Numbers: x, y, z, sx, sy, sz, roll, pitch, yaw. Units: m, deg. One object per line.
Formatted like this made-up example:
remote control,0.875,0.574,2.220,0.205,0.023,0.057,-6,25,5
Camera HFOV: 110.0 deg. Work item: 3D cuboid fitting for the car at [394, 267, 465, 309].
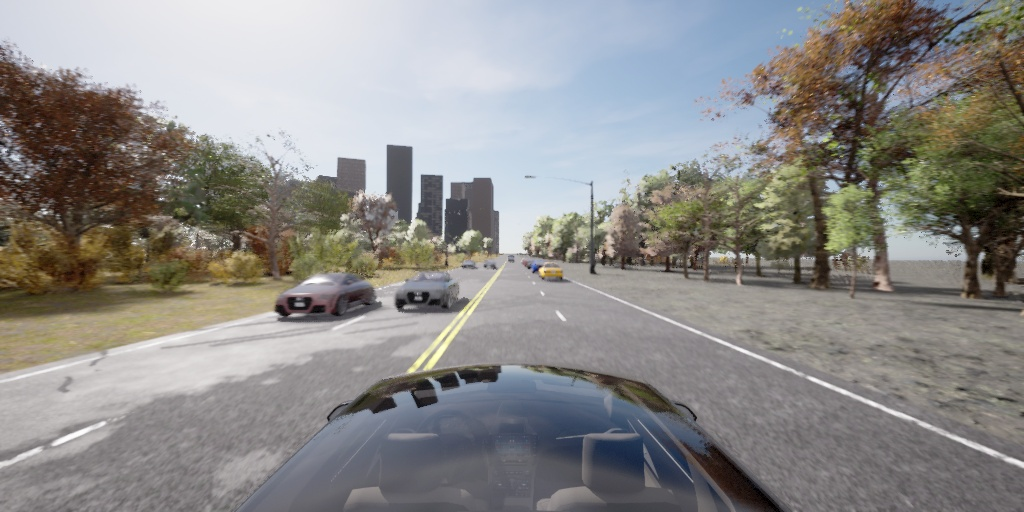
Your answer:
car,-3.342,1.320,14.766,1.994,1.385,4.181,0,0,0

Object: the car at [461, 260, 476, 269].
car,-6.581,1.275,55.509,2.033,1.411,5.357,0,0,0

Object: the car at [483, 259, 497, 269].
car,-3.346,1.220,54.801,2.128,1.511,4.902,0,0,0

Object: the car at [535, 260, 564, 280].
car,3.257,1.207,30.752,1.801,1.575,5.366,0,0,0

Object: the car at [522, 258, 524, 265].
car,3.179,1.177,63.588,1.882,1.535,5.008,0,0,0

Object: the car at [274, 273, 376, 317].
car,-6.592,1.320,13.115,1.994,1.385,4.181,0,0,0

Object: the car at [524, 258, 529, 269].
car,3.212,1.289,52.584,1.994,1.385,4.181,0,0,0

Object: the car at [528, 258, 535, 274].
car,3.246,1.222,41.581,1.882,1.535,5.008,0,0,0
